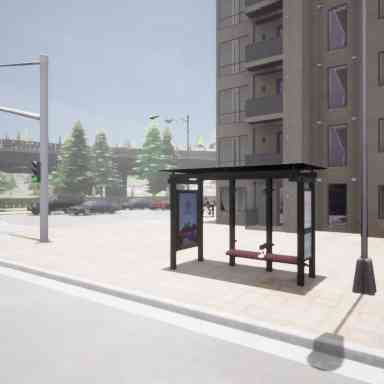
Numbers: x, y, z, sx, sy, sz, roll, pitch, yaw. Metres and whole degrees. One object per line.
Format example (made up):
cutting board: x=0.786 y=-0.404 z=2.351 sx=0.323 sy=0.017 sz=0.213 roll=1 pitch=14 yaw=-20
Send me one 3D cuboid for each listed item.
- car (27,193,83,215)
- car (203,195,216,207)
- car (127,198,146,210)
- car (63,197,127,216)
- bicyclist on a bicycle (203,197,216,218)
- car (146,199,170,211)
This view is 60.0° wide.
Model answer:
car: x=-13.250 y=1.166 z=32.941 sx=2.150 sy=2.045 sz=5.566 roll=0 pitch=0 yaw=37
car: x=3.236 y=1.297 z=49.529 sx=4.553 sy=1.767 sz=2.097 roll=0 pitch=0 yaw=-29
car: x=-6.683 y=1.492 z=41.313 sx=2.033 sy=1.411 sz=5.357 roll=0 pitch=0 yaw=40
car: x=-9.318 y=1.492 z=32.392 sx=2.033 sy=1.411 sz=5.357 roll=0 pitch=0 yaw=37
bicyclist on a bicycle: x=1.295 y=1.245 z=26.646 sx=1.656 sy=1.620 sz=0.582 roll=0 pitch=0 yaw=36
car: x=-2.868 y=1.545 z=40.327 sx=1.895 sy=1.301 sz=4.718 roll=0 pitch=0 yaw=43
